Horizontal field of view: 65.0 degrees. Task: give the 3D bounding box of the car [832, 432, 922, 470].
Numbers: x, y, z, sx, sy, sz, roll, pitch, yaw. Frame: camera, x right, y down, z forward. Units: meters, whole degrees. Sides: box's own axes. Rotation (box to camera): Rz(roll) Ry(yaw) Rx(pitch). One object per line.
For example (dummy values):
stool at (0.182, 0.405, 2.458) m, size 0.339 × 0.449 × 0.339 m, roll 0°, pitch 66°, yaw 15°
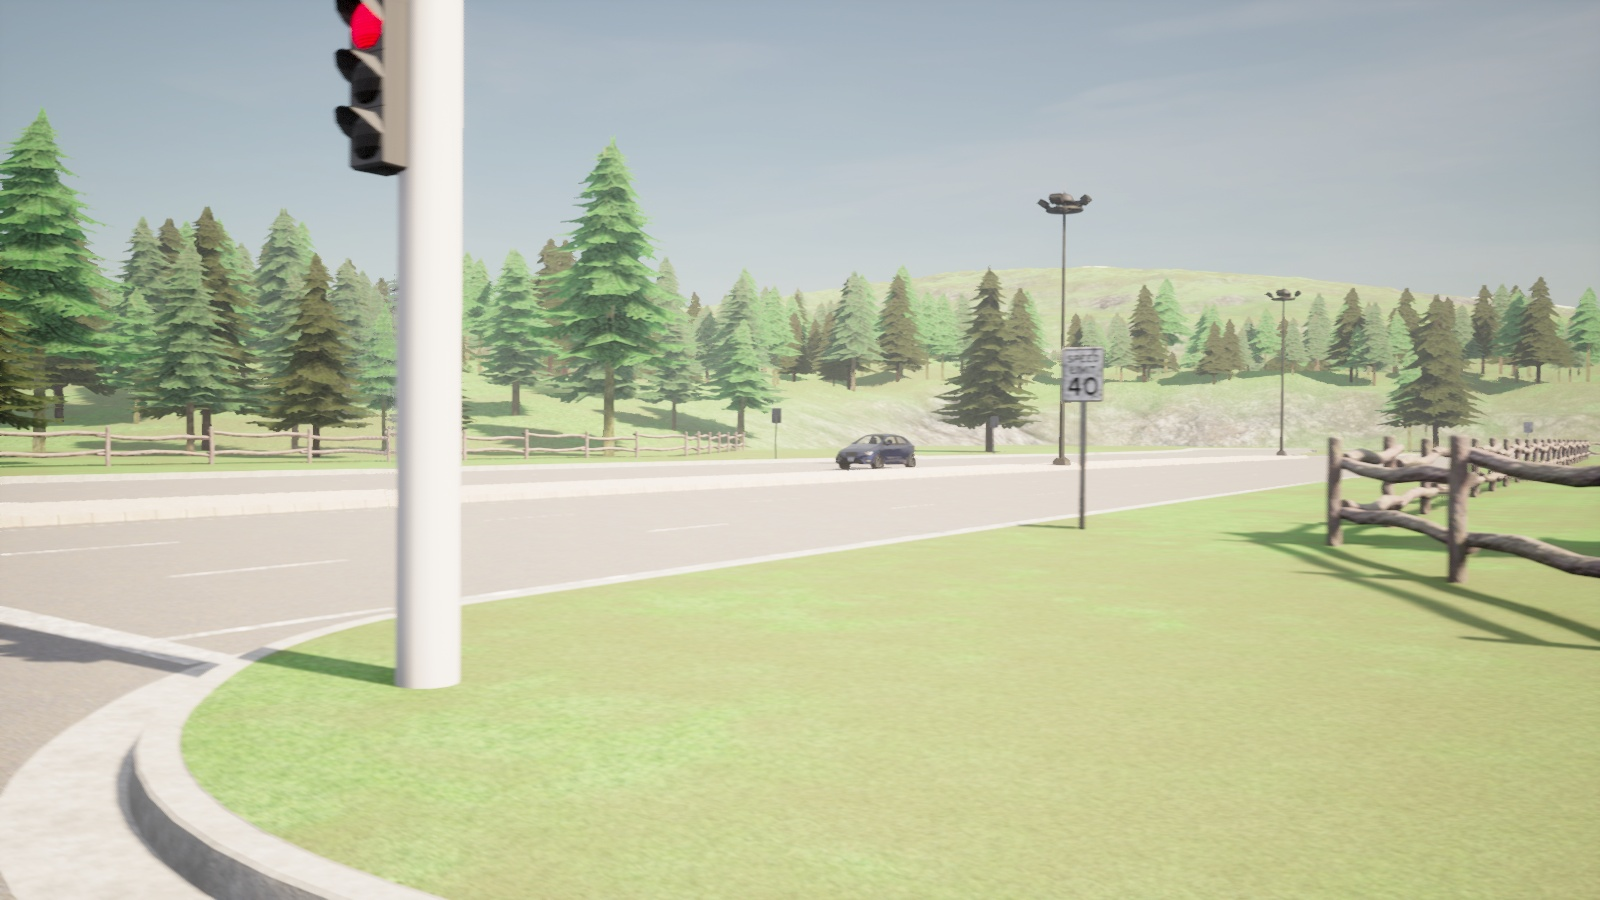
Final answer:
car at (3.168, 0.019, 51.084) m, size 1.816 × 1.474 × 4.193 m, roll 0°, pitch 1°, yaw 33°
